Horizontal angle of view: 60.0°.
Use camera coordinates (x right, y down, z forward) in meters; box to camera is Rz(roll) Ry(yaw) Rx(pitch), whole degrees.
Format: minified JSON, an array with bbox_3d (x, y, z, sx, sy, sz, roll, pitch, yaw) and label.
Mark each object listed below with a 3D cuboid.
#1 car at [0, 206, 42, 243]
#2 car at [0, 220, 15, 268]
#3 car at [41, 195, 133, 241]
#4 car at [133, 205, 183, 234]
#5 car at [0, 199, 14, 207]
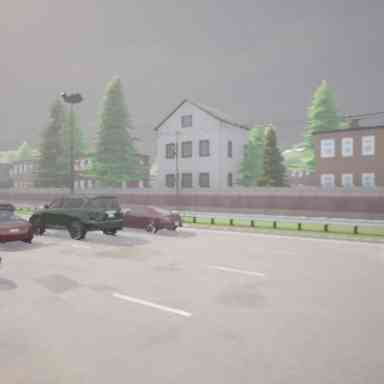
[{"bbox_3d":[-8.765,1.511,14.535,4.181,1.385,1.994,0,0,36],"label":"car"},{"bbox_3d":[-7.332,1.510,9.205,5.357,1.411,2.033,0,0,36],"label":"car"},{"bbox_3d":[-5.877,1.170,16.775,5.566,2.045,2.150,0,0,36],"label":"car"},{"bbox_3d":[-2.647,1.481,18.759,4.674,1.442,1.812,1,0,36],"label":"car"},{"bbox_3d":[-17.571,1.400,29.419,4.892,1.490,1.837,0,0,36],"label":"car"}]
